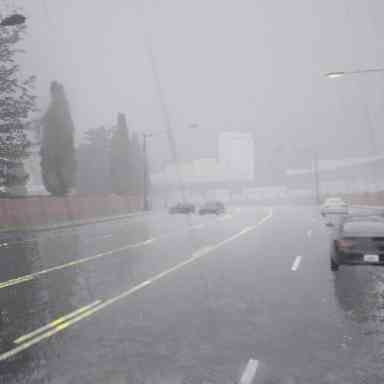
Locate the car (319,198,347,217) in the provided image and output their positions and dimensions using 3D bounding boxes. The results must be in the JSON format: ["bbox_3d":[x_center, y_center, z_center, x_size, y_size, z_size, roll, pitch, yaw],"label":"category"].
[{"bbox_3d":[11.394,1.199,26.895,1.812,1.442,4.674,-2,0,17],"label":"car"}]

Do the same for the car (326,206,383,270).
[{"bbox_3d":[5.098,1.367,9.989,1.812,1.442,4.674,-2,0,22],"label":"car"}]

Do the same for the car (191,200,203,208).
[{"bbox_3d":[1.085,2.780,75.735,2.097,1.767,4.553,-1,-3,-9],"label":"car"}]

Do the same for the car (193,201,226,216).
[{"bbox_3d":[2.071,1.567,32.864,2.033,1.411,5.357,-2,-1,15],"label":"car"}]

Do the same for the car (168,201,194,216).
[{"bbox_3d":[-0.959,1.739,35.151,1.895,1.301,4.718,-2,-1,15],"label":"car"}]

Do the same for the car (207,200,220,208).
[{"bbox_3d":[4.841,2.673,74.267,2.097,1.767,4.553,-1,-3,-7],"label":"car"}]
